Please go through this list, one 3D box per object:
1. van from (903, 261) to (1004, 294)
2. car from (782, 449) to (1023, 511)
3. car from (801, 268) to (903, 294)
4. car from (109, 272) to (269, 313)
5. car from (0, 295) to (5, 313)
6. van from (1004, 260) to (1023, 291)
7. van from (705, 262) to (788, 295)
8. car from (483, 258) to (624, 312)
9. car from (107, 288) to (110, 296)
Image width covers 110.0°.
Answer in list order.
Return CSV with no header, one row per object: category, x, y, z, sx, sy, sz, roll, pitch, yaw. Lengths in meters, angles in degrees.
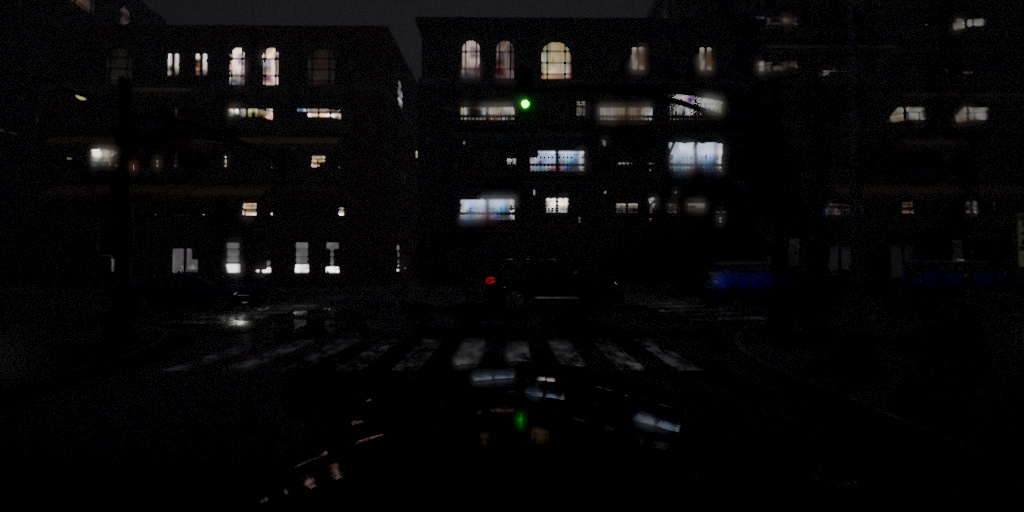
van,24.334,1.145,20.118,3.998,1.789,1.690,0,0,0
car,2.570,1.303,0.444,1.948,1.339,4.313,0,0,0
car,18.694,1.421,20.076,4.207,1.307,1.802,0,0,0
car,-12.659,1.417,14.548,5.008,1.535,1.882,0,-1,0
car,-19.672,1.360,11.787,4.097,1.591,1.967,0,0,0
van,29.974,1.111,20.159,3.998,1.789,1.690,0,0,0
van,13.054,1.215,20.035,3.998,1.789,1.690,0,0,0
car,1.616,1.122,14.649,5.566,2.045,2.150,0,-1,0
car,-19.731,1.636,19.924,4.403,1.370,2.007,0,0,0
